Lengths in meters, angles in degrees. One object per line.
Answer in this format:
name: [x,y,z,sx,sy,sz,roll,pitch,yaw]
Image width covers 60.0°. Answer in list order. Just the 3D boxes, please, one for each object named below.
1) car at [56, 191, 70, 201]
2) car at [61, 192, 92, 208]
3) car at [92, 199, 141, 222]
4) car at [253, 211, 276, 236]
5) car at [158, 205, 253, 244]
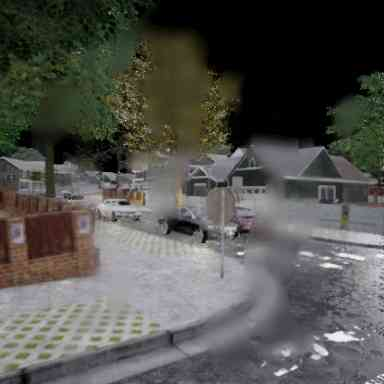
car: [-16.407,0.817,40.135,1.994,1.385,4.181,1,1,-33]
car: [-10.814,1.015,31.770,1.812,1.442,4.674,1,1,-34]
car: [-5.247,1.219,23.499,1.812,1.442,4.674,1,0,-34]
car: [1.962,1.456,17.444,2.033,1.411,5.357,1,0,-29]
car: [0.189,1.368,15.408,2.128,1.511,4.902,1,0,-34]
